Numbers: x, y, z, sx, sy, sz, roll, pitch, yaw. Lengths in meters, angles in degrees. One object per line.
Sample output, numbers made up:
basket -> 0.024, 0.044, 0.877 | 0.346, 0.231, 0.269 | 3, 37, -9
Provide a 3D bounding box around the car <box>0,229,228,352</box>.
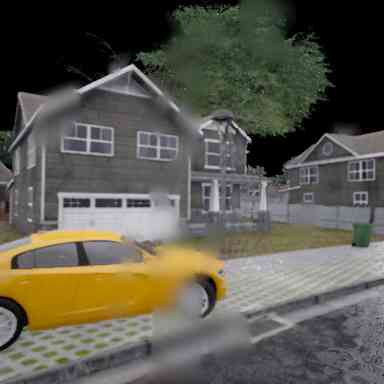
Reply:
car -> -1.731, 1.409, 5.869 | 5.008, 1.535, 1.882 | 0, -1, -25
